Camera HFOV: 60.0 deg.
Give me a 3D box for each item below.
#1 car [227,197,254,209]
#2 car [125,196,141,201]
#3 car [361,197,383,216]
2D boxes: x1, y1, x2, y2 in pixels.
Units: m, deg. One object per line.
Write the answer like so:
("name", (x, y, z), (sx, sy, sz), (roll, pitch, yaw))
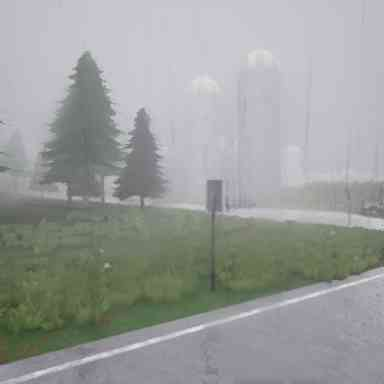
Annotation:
("car", (6.660, 1.530, 46.121), (3.988, 1.617, 1.851), (0, 0, -35))
("car", (-12.603, 1.591, 72.931), (4.181, 1.381, 1.994), (0, 0, -35))
("car", (18.220, 1.419, 33.643), (1.905, 1.878, 3.866), (0, 0, 24))
